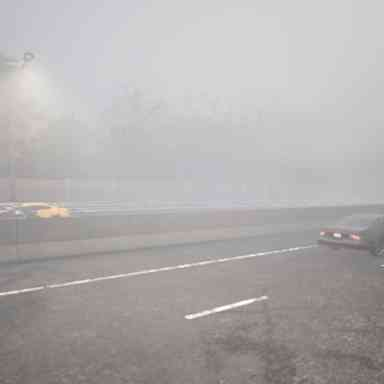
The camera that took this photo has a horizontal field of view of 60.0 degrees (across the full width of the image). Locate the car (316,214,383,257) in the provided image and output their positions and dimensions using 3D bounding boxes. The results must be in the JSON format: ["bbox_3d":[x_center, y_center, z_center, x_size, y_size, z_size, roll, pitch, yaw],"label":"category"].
[{"bbox_3d":[7.146,1.576,13.138,5.357,1.411,2.033,0,0,-36],"label":"car"}]

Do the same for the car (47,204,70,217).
[{"bbox_3d":[-10.778,1.487,22.099,5.008,1.535,1.882,0,0,-35],"label":"car"}]

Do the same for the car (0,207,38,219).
[{"bbox_3d":[-9.806,1.549,14.192,5.357,1.411,2.033,0,0,-35],"label":"car"}]

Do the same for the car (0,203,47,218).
[{"bbox_3d":[-10.777,1.496,17.801,4.902,1.511,2.128,0,0,-35],"label":"car"}]
